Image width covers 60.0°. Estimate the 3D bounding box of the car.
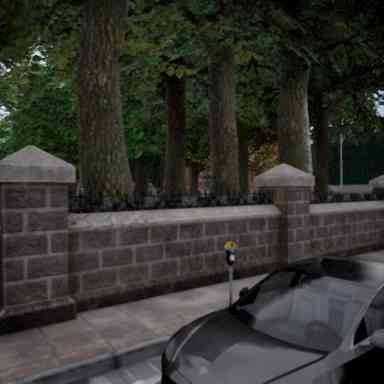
[{"bbox_3d":[1.706,1.565,4.034,4.313,1.339,1.947,0,-1,-35],"label":"car"}]
